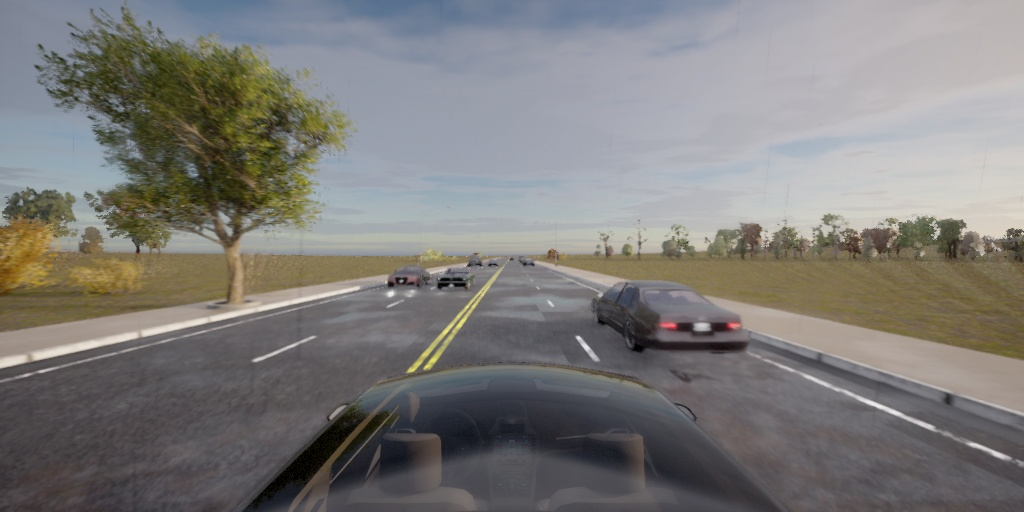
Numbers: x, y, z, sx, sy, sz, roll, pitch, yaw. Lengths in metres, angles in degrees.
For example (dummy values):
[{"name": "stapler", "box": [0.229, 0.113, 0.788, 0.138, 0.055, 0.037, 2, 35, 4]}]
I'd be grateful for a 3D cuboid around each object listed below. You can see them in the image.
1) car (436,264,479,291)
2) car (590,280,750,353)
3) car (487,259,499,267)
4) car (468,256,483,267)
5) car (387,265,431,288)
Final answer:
[{"name": "car", "box": [-3.354, 1.345, 22.106, 1.895, 1.301, 4.718, 0, 0, 0]}, {"name": "car", "box": [3.348, 1.296, 8.833, 2.033, 1.411, 5.357, 0, 0, 0]}, {"name": "car", "box": [-3.282, 1.268, 63.402, 2.033, 1.411, 5.357, 0, 0, 0]}, {"name": "car", "box": [-6.529, 0.941, 64.737, 2.150, 2.045, 5.566, 0, 0, 0]}, {"name": "car", "box": [-6.599, 1.308, 23.369, 1.994, 1.385, 4.181, 0, 0, 0]}]
